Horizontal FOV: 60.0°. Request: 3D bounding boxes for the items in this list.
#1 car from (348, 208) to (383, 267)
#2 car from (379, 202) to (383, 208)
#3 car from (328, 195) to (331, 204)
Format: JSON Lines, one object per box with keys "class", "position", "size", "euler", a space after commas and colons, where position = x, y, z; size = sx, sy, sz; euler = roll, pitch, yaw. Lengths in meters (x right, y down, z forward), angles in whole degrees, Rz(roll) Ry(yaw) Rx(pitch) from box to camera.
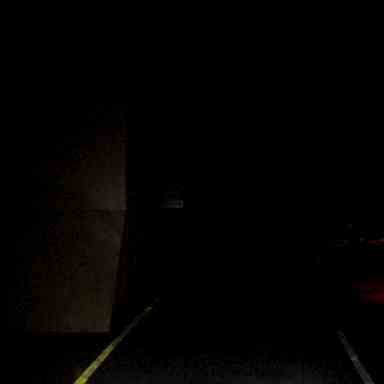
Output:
{"class": "car", "position": [6.478, 1.545, 11.310], "size": [1.882, 1.535, 5.008], "euler": [0, 0, 24]}
{"class": "car", "position": [22.582, 1.706, 37.167], "size": [5.008, 1.535, 1.882], "euler": [1, -1, -42]}
{"class": "car", "position": [15.829, 1.427, 40.833], "size": [5.566, 2.045, 2.150], "euler": [0, 0, -42]}
